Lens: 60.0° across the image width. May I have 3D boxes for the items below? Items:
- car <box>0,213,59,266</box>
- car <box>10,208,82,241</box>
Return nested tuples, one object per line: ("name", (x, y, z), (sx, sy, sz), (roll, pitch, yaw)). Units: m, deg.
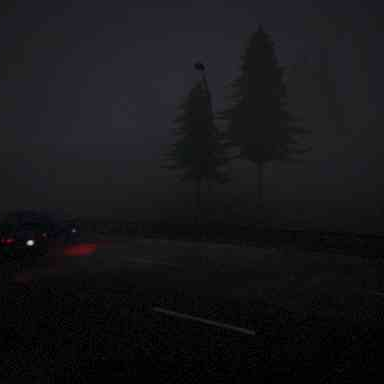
("car", (-6.956, 1.575, 11.185), (4.181, 1.385, 1.994), (0, 0, 21))
("car", (-7.389, 1.490, 15.024), (5.008, 1.535, 1.882), (0, 0, 19))
